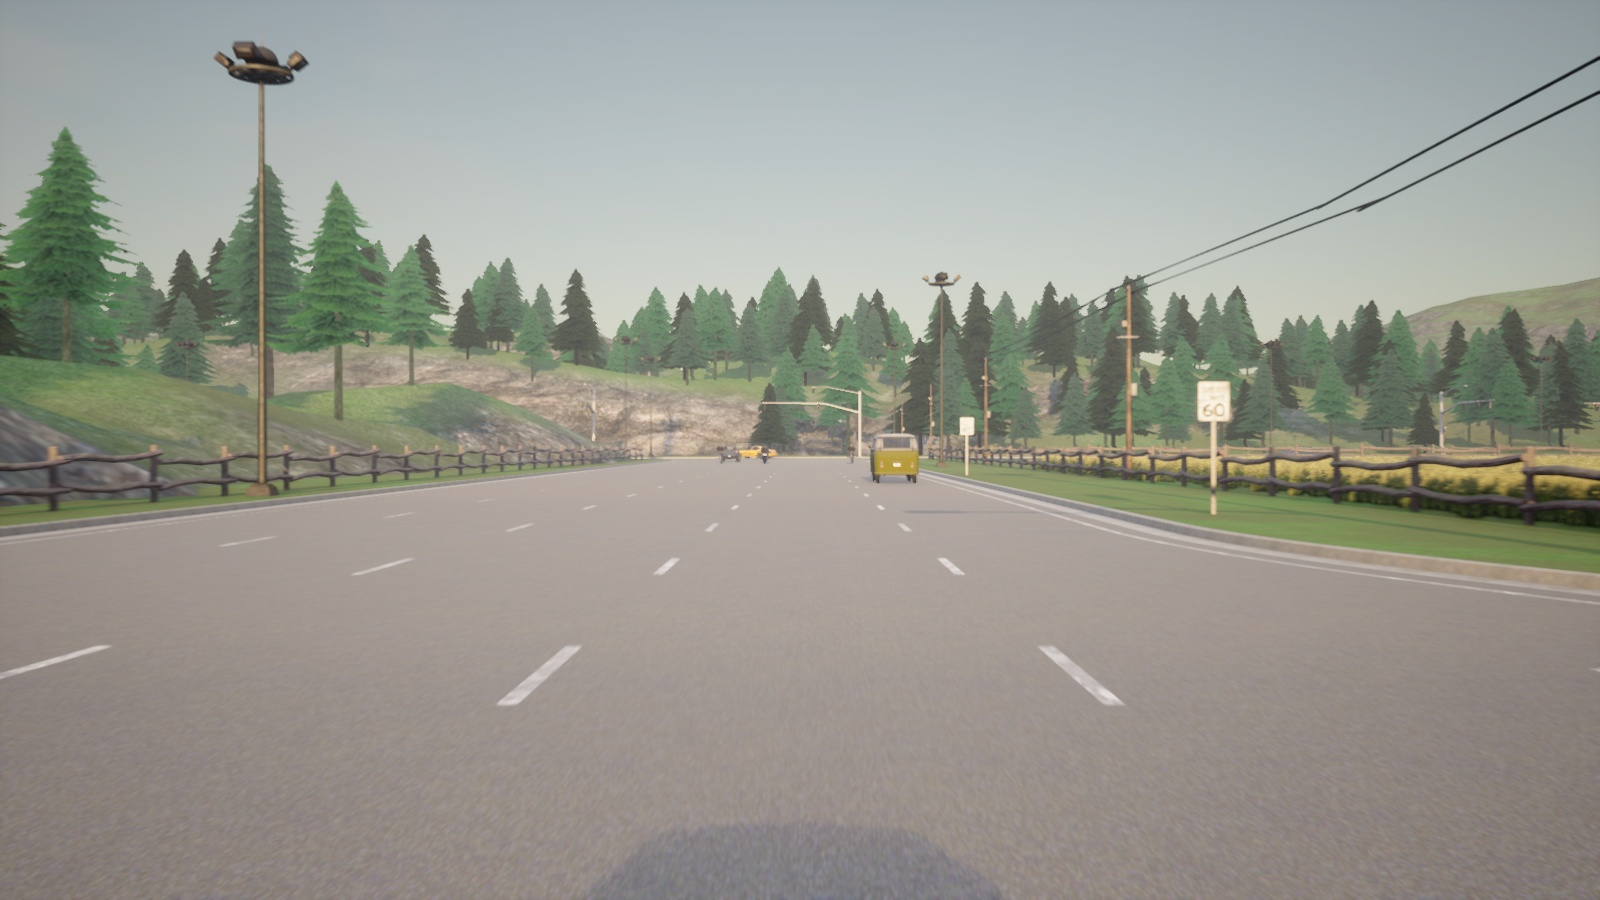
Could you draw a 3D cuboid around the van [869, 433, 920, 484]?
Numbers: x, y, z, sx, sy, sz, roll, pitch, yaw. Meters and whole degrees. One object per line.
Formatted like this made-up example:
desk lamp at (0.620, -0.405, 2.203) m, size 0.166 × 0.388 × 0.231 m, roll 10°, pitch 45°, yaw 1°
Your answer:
van at (3.808, 0.306, 51.118) m, size 1.775 × 1.987 × 4.442 m, roll 0°, pitch 0°, yaw 0°
